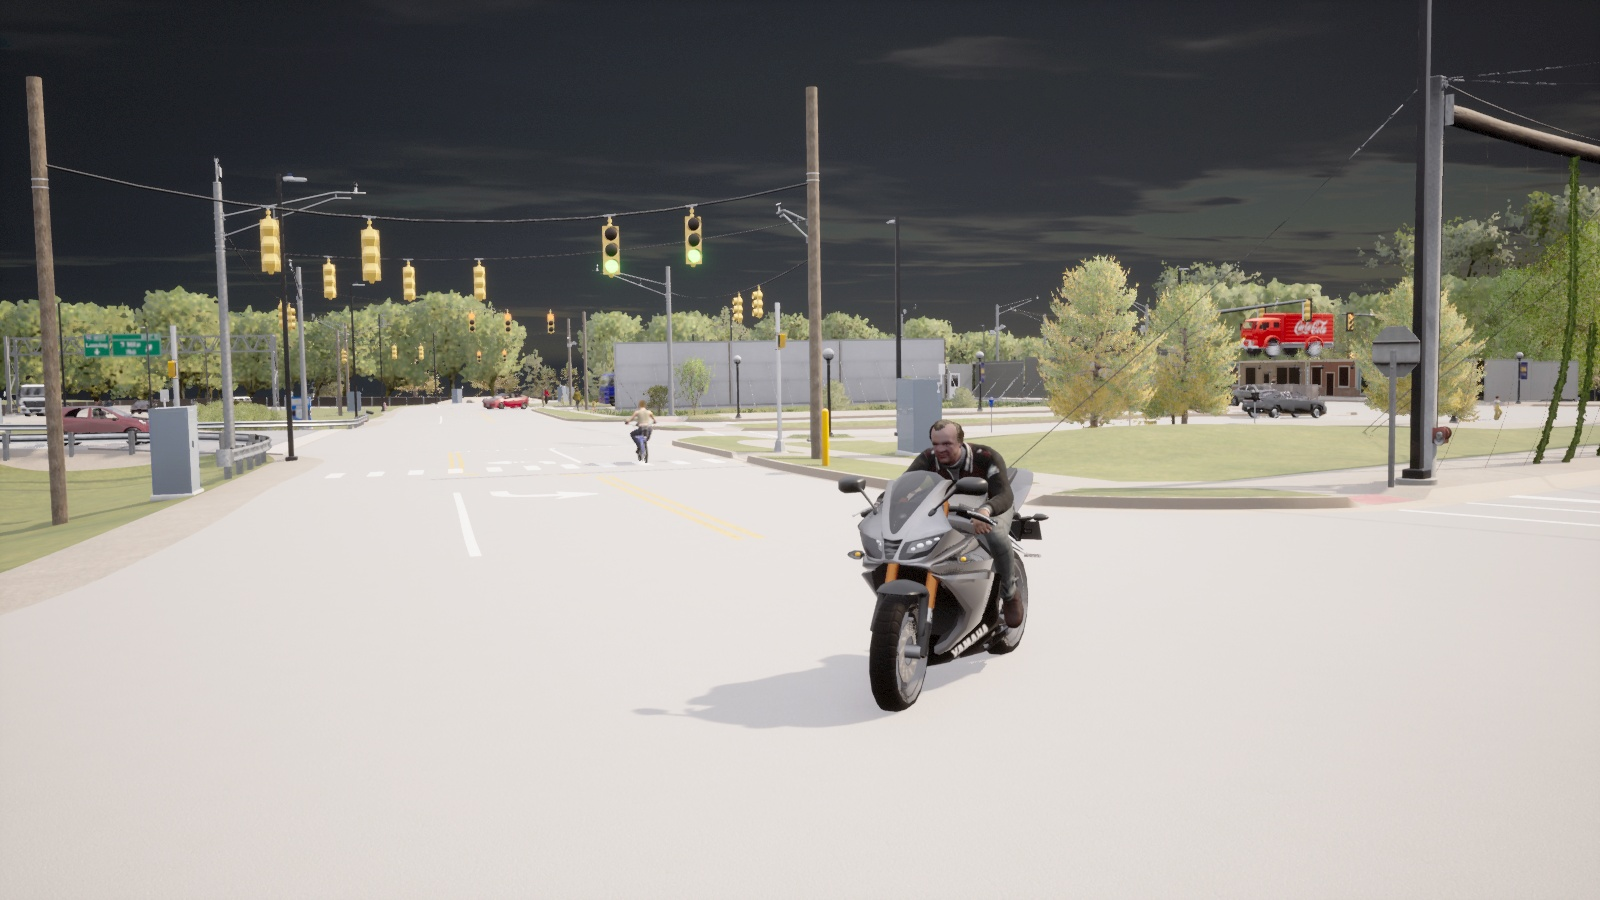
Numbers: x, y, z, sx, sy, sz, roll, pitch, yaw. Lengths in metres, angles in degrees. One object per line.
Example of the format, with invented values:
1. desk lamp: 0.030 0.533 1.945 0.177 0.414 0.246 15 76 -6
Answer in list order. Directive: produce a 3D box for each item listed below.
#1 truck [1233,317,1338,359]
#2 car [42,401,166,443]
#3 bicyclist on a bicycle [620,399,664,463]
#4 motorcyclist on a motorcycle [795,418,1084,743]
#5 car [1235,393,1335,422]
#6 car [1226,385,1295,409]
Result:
1. truck: 28.989 -6.727 75.116 5.204 2.467 2.627 -1 6 -15
2. car: -26.088 -1.087 47.178 3.633 1.501 1.845 -1 3 -11
3. bicyclist on a bicycle: -4.078 -0.510 32.310 0.866 1.612 1.509 -1 3 -17
4. motorcyclist on a motorcycle: 0.893 0.607 7.232 0.866 1.530 2.191 0 3 29
5. car: 26.527 -2.332 68.686 4.902 1.511 2.128 -1 3 -20
6. car: 33.304 -3.853 91.038 2.152 1.651 5.027 -2 4 -15
